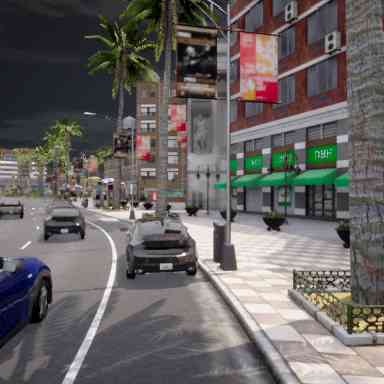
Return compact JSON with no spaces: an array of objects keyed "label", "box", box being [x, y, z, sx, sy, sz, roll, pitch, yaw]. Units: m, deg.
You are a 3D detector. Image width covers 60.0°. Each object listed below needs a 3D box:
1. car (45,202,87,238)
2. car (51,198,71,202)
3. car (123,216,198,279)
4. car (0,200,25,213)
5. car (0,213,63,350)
[{"label":"car","box":[-6.566,1.500,17.289,1.837,1.490,4.892,0,0,-19]},{"label":"car","box":[-10.282,1.343,25.921,2.097,1.767,4.553,0,0,-26]},{"label":"car","box":[-1.087,1.504,10.197,1.837,1.490,4.892,0,0,-11]},{"label":"car","box":[-16.184,1.478,29.957,2.128,1.511,4.902,0,0,-27]},{"label":"car","box":[-3.477,1.351,4.219,2.097,1.767,4.553,0,0,-4]}]
